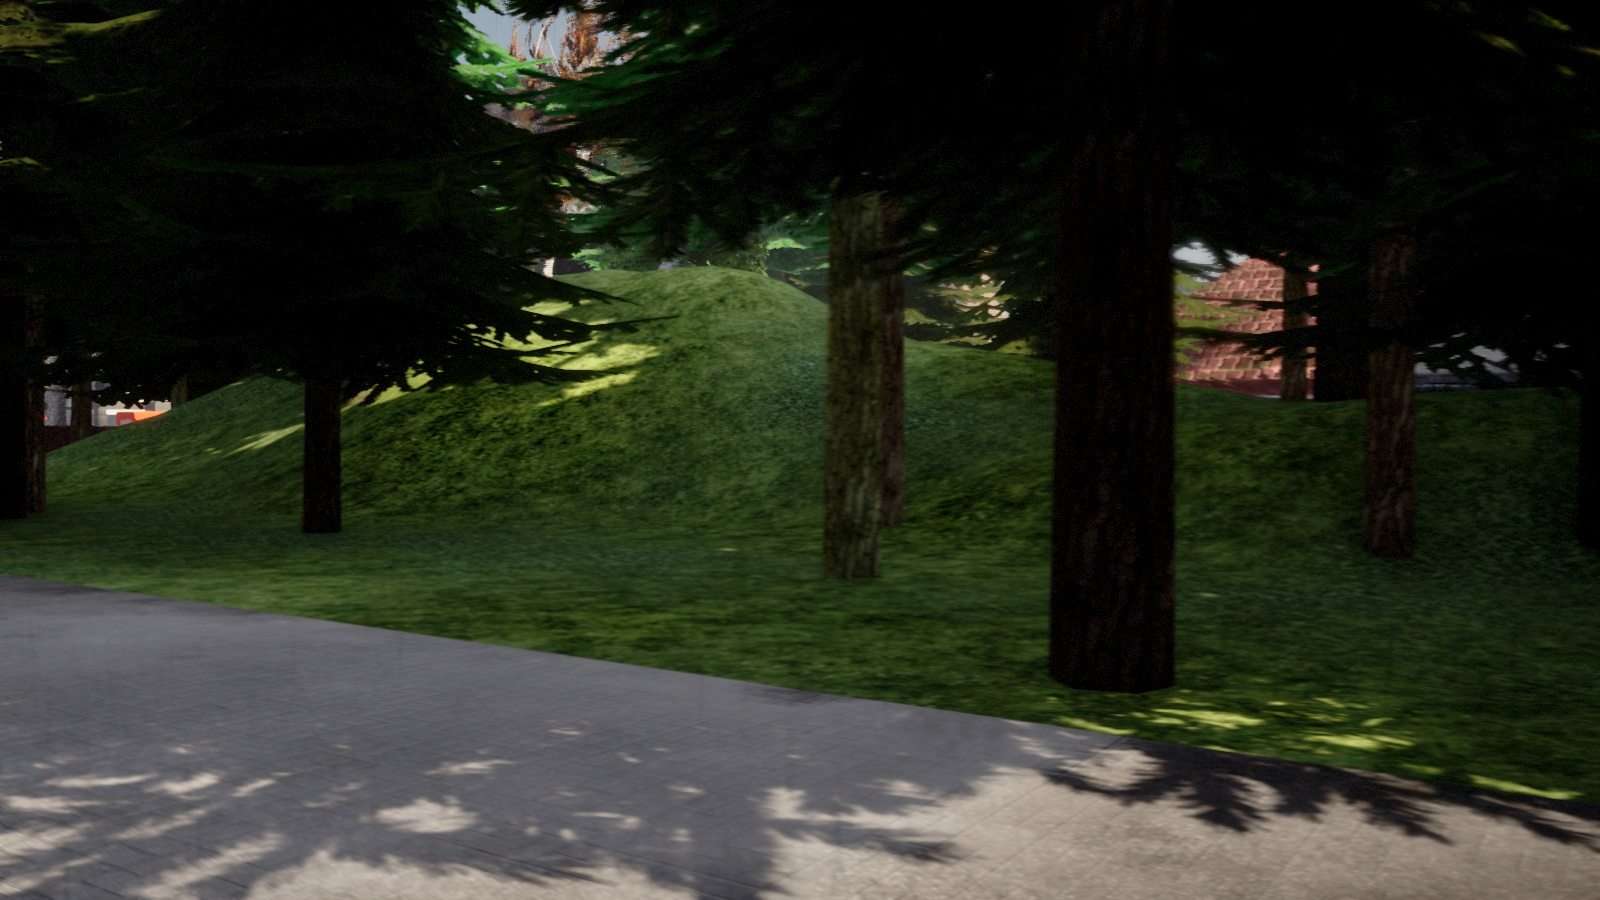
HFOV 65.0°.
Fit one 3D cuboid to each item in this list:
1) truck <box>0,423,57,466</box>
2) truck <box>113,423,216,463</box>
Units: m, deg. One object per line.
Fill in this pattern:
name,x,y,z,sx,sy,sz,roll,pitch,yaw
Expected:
truck,-45.959,-0.321,71.943,2.627,2.467,5.204,0,1,34
truck,-40.503,-0.482,80.142,2.627,2.467,5.204,0,1,34
